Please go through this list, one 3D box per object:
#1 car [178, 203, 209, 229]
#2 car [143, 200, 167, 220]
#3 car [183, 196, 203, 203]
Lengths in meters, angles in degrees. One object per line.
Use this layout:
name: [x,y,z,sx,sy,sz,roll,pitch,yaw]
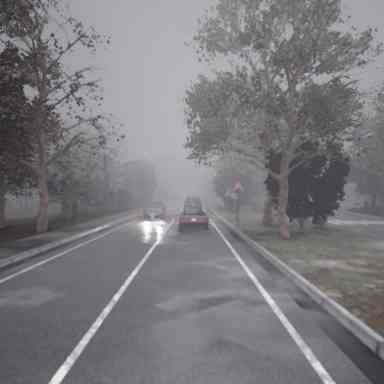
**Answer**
car: [0.103,1.720,22.852,1.994,1.385,4.181,0,-1,0]
car: [-3.328,1.592,30.488,2.128,1.511,4.902,0,5,0]
car: [0.124,1.523,40.209,2.150,2.045,5.566,0,1,0]
